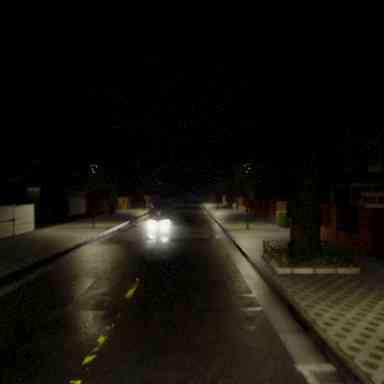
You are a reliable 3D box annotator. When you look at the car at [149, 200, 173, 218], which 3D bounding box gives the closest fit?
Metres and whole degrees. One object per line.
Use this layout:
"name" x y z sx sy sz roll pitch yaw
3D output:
"car" -2.802 1.548 30.643 2.128 1.511 4.902 0 0 0
